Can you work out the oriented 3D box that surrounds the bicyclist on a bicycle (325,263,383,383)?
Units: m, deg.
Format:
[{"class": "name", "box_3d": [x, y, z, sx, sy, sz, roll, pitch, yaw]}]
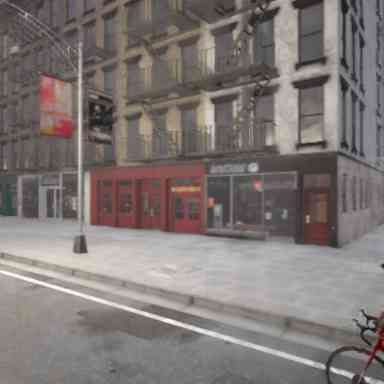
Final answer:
[{"class": "bicyclist on a bicycle", "box_3d": [2.107, 1.476, 3.133, 1.656, 1.620, 0.582, 0, -1, 36]}]
